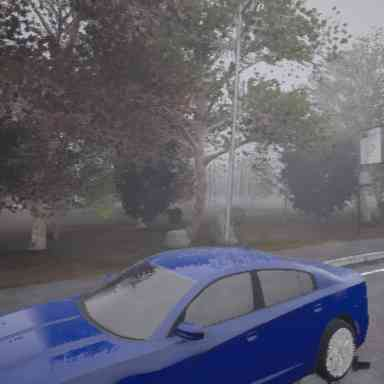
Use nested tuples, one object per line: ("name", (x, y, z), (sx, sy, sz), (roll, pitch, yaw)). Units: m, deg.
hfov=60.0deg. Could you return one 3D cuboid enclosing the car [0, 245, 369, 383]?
("car", (0.027, 1.458, 3.867), (5.008, 1.535, 1.882), (0, 0, -34))
